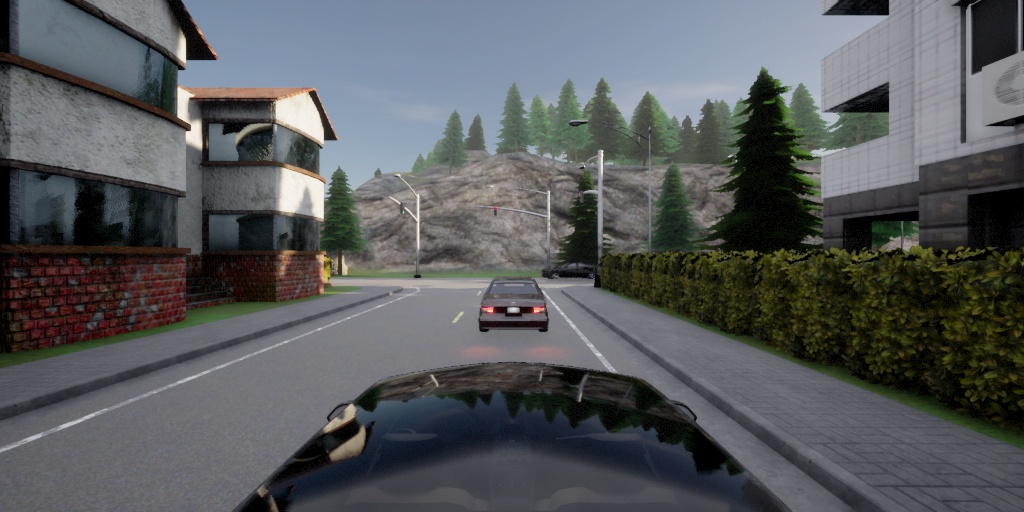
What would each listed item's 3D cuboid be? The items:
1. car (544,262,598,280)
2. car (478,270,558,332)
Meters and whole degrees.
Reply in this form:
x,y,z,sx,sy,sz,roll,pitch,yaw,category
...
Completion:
x,y,z,sx,sy,sz,roll,pitch,yaw,category
4.994,1.227,30.073,5.008,1.535,1.882,0,0,-6,car
0.055,1.297,10.810,2.033,1.411,5.357,0,0,1,car
